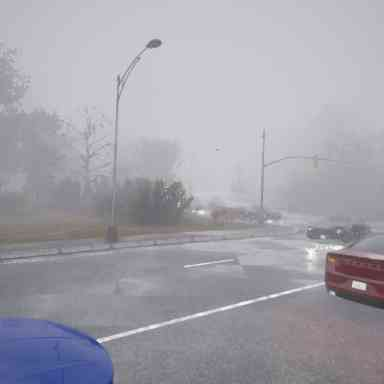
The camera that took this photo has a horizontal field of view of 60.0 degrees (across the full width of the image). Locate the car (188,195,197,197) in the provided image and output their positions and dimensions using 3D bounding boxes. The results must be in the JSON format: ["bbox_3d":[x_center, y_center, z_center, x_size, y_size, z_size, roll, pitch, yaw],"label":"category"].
[{"bbox_3d":[0.197,1.356,65.224,1.837,1.490,4.892,2,2,-9],"label":"car"}]

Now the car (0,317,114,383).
[{"bbox_3d":[-2.863,1.478,1.699,5.008,1.535,1.882,0,0,-36],"label":"car"}]

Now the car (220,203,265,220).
[{"bbox_3d":[5.218,2.169,35.075,1.895,1.301,4.718,3,-1,-22],"label":"car"}]

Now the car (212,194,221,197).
[{"bbox_3d":[5.839,1.109,79.176,2.033,1.411,5.357,2,2,-1],"label":"car"}]

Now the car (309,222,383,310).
[{"bbox_3d":[4.992,1.555,7.347,5.008,1.535,1.882,1,-1,-35],"label":"car"}]

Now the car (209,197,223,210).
[{"bbox_3d":[3.730,2.030,49.313,2.033,1.411,5.357,2,1,-17],"label":"car"}]

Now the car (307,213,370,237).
[{"bbox_3d":[8.114,1.857,17.921,2.033,1.411,5.357,1,-1,43],"label":"car"}]

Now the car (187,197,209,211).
[{"bbox_3d":[0.421,1.901,48.434,1.994,1.385,4.181,2,1,-16],"label":"car"}]

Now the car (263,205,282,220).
[{"bbox_3d":[8.111,2.216,37.290,1.837,1.490,4.892,3,0,-21],"label":"car"}]
